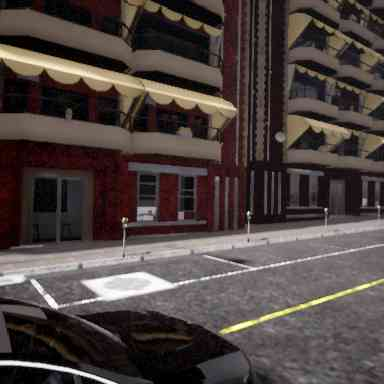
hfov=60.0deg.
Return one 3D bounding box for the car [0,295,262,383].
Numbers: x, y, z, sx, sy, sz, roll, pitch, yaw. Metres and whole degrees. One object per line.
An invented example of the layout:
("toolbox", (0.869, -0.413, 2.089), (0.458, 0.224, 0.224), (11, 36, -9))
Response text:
("car", (-1.631, 1.506, 2.116), (4.892, 1.490, 1.837), (0, 0, -36))
